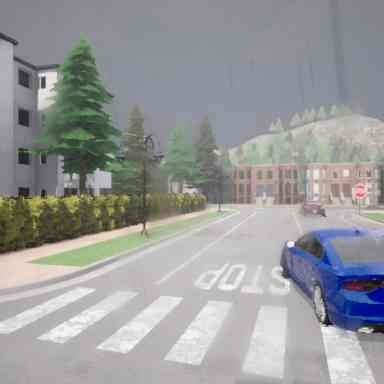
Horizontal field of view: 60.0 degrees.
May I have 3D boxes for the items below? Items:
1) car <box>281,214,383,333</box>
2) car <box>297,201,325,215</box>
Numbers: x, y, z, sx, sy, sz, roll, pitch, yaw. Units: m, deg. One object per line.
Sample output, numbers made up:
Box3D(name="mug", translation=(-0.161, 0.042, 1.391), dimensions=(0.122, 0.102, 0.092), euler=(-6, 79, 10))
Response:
Box3D(name="car", translation=(3.199, 1.482, 7.007), dimensions=(1.882, 1.535, 5.008), euler=(-3, 0, 5))
Box3D(name="car", translation=(11.103, 1.519, 30.947), dimensions=(1.812, 1.442, 4.674), euler=(0, 0, 12))
